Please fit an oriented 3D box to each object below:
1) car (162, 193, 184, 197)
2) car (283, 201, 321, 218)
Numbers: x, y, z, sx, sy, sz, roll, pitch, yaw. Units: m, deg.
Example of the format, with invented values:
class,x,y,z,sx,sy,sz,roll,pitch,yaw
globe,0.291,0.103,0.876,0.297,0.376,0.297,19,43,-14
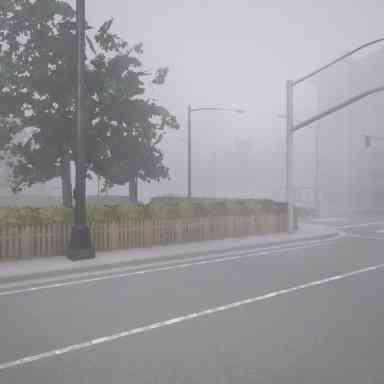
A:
class,x,y,z,sx,sy,sz,roll,pitch,yaw
car,-2.338,1.221,47.233,2.150,2.045,5.566,0,0,-35
car,9.368,1.526,30.313,1.812,1.442,4.674,0,0,-35
